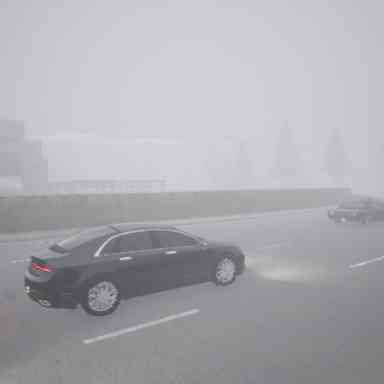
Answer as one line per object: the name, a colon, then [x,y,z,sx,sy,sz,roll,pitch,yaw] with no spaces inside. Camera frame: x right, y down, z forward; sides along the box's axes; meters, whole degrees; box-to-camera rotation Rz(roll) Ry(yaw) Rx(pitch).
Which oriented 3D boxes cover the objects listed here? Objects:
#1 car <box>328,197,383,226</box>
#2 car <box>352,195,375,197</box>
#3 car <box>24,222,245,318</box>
car: [10.122,1.177,19.563,4.718,1.301,1.895,-2,1,-35]
car: [13.662,0.975,26.388,5.357,1.411,2.033,-2,1,-35]
car: [-0.965,1.431,7.357,4.892,1.490,1.837,-2,1,-35]
